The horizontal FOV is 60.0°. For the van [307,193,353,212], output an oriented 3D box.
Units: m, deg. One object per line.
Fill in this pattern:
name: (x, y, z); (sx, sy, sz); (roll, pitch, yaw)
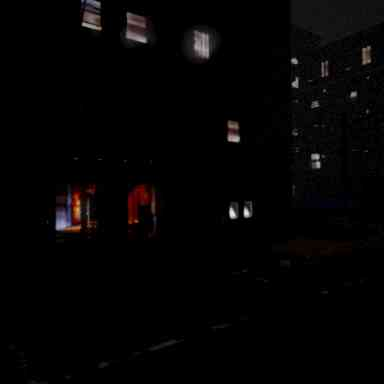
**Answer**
van: (12.630, 0.971, 30.646); (1.690, 1.788, 3.998); (-1, 1, -36)

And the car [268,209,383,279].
car: (4.266, 1.425, 9.689); (4.829, 1.417, 1.752); (-1, 0, -36)
